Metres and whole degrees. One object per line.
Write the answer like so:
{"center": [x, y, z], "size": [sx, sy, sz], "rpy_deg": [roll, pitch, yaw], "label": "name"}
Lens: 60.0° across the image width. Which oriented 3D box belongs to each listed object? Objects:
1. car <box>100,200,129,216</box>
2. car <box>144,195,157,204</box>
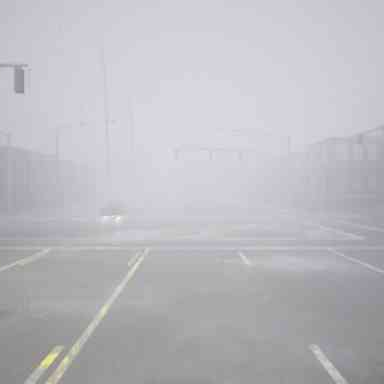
{"center": [-7.086, 1.459, 30.691], "size": [1.994, 1.385, 4.181], "rpy_deg": [0, 0, 0], "label": "car"}
{"center": [-7.166, 1.249, 58.165], "size": [1.882, 1.535, 5.008], "rpy_deg": [0, 2, 0], "label": "car"}
